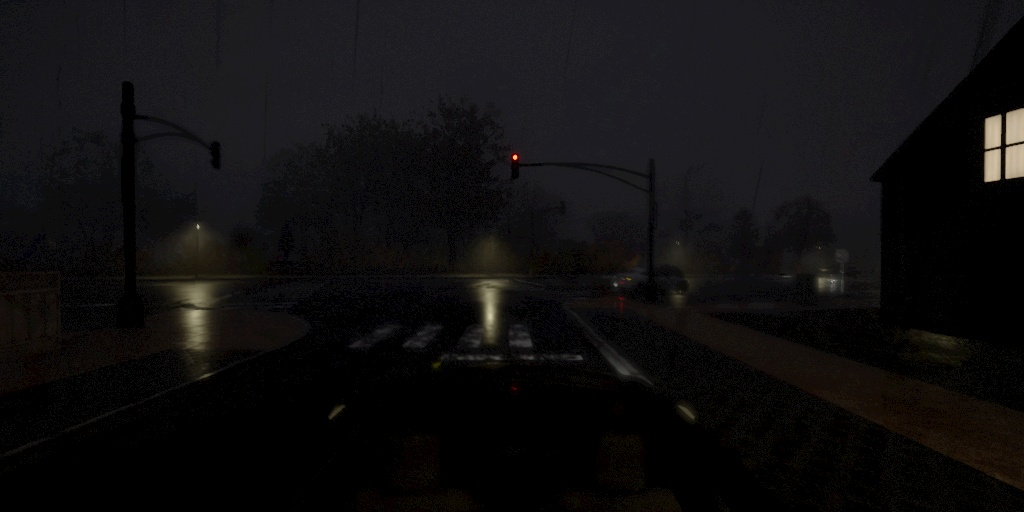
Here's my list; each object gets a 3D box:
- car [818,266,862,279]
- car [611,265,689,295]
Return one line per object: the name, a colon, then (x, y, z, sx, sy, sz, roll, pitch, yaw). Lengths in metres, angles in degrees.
car: (36.498, 1.808, 39.908, 4.892, 1.490, 1.837, 1, 0, -15)
car: (8.109, 1.436, 21.061, 4.674, 1.442, 1.812, 1, 0, -18)
